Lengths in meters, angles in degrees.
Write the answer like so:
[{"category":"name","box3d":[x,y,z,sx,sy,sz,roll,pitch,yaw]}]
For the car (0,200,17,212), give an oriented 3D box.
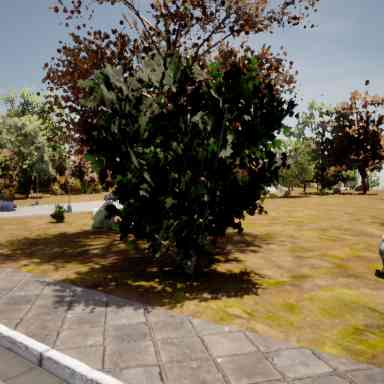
[{"category":"car","box3d":[-22.021,1.583,37.218,1.994,1.385,4.181,0,1,39]}]
